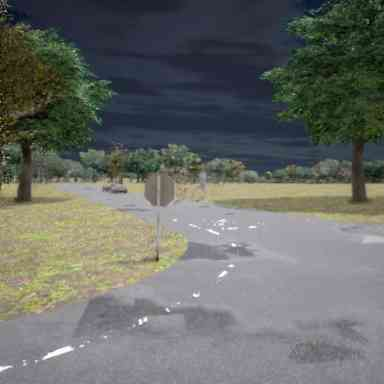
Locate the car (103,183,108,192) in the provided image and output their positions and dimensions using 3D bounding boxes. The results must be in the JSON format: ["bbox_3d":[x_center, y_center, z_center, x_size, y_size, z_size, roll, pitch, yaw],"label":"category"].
[{"bbox_3d":[-14.517,-0.831,58.921,2.128,1.511,4.902,0,2,-25],"label":"car"}]

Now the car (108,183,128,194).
[{"bbox_3d":[-11.540,-0.477,52.685,1.994,1.385,4.181,0,2,-25],"label":"car"}]
